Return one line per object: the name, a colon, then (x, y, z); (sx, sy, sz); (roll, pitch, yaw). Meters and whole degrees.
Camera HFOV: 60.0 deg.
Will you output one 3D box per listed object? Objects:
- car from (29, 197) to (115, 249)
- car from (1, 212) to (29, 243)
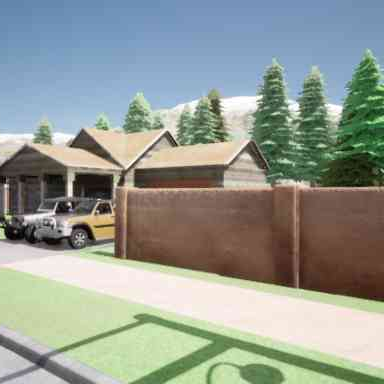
car: (-3.941, 1.173, 13.850); (1.932, 1.855, 4.605); (0, 0, 35)
car: (-6.216, 1.174, 14.988); (1.905, 1.878, 3.866); (0, 0, 35)
